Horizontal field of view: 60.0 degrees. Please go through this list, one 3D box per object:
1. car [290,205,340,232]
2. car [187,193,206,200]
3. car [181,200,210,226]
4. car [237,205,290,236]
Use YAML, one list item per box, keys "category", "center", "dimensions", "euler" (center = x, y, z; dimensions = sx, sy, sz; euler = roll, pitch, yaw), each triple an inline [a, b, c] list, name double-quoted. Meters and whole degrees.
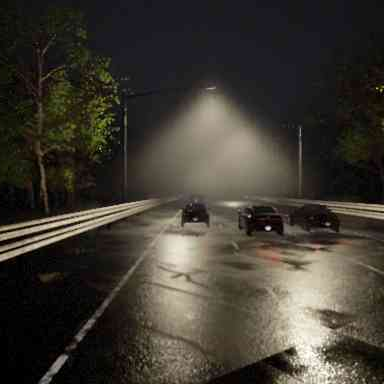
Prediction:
- category: "car"
  center: [7.201, 1.511, 19.886]
  dimensions: [1.812, 1.442, 4.674]
  euler: [0, 0, 0]
- category: "car"
  center: [0.534, 1.186, 41.369]
  dimensions: [2.150, 2.045, 5.566]
  euler: [0, 0, 1]
- category: "car"
  center: [0.235, 1.508, 22.935]
  dimensions: [1.812, 1.442, 4.674]
  euler: [0, 0, 1]
- category: "car"
  center: [3.700, 1.491, 18.475]
  dimensions: [1.837, 1.490, 4.892]
  euler: [0, 0, 1]
